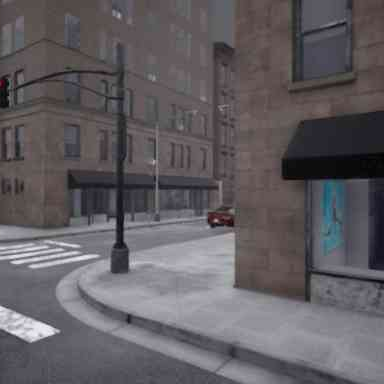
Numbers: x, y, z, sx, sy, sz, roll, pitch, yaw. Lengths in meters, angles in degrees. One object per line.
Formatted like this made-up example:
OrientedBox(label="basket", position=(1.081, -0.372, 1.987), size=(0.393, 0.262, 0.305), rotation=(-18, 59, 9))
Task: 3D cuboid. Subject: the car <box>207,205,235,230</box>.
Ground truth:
OrientedBox(label="car", position=(2.906, 1.595, 22.121), size=(1.882, 1.535, 5.008), rotation=(0, 0, 36))
